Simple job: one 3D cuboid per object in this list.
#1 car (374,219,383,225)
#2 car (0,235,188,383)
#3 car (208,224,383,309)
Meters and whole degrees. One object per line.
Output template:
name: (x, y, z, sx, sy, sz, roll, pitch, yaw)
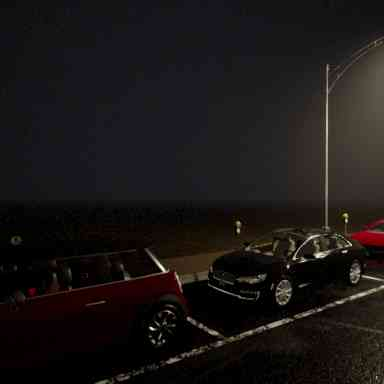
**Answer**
car: (6.874, 1.547, 10.990, 4.507, 1.381, 1.887, 0, 1, -35)
car: (-2.140, 1.440, 4.560, 4.097, 1.590, 1.967, 0, 1, -35)
car: (2.366, 1.552, 7.775, 4.403, 1.369, 2.008, 0, 1, -35)
